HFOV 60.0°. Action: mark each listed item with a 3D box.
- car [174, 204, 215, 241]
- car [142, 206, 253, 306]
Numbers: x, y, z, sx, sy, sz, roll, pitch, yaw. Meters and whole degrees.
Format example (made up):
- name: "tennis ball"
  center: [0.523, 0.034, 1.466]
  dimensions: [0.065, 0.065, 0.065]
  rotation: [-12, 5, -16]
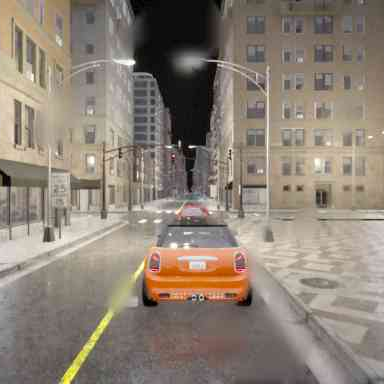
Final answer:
- name: "car"
  center: [0.096, 1.476, 17.766]
  dimensions: [1.882, 1.535, 5.008]
  rotation: [0, 0, 0]
- name: "car"
  center: [0.094, 1.352, 8.166]
  dimensions: [2.097, 1.767, 4.553]
  rotation: [0, 0, 0]
